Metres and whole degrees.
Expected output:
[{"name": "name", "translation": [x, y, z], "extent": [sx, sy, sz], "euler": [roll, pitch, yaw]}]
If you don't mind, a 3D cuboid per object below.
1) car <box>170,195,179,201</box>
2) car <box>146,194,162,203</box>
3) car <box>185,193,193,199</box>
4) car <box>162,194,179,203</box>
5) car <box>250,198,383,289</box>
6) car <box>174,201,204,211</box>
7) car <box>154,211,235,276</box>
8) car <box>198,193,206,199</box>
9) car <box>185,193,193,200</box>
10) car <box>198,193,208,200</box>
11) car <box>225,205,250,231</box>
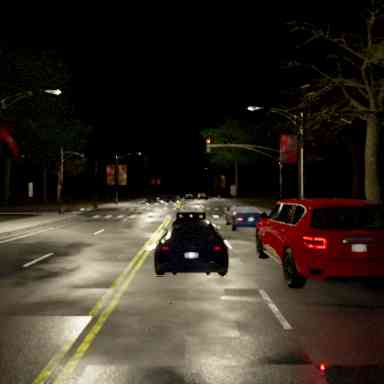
[{"name": "car", "translation": [-3.853, 1.277, 75.246], "extent": [1.895, 1.301, 4.718], "euler": [0, 0, 0]}, {"name": "car", "translation": [-7.044, 1.240, 60.178], "extent": [1.837, 1.490, 4.892], "euler": [0, 0, 0]}, {"name": "car", "translation": [-0.700, 1.072, 87.611], "extent": [1.994, 1.385, 4.181], "euler": [0, 0, 0]}, {"name": "car", "translation": [-3.794, 1.240, 60.213], "extent": [1.837, 1.490, 4.892], "euler": [0, 0, 0]}, {"name": "car", "translation": [3.262, 1.177, 9.207], "extent": [2.150, 2.045, 5.566], "euler": [0, 0, 0]}, {"name": "car", "translation": [-0.098, 1.496, 22.381], "extent": [1.895, 1.301, 4.718], "euler": [0, 0, -1]}, {"name": "car", "translation": [-0.005, 1.515, 10.187], "extent": [1.994, 1.385, 4.181], "euler": [0, 0, 0]}, {"name": "car", "translation": [2.550, 0.998, 87.635], "extent": [1.882, 1.535, 5.008], "euler": [0, 0, 0]}, {"name": "car", "translation": [-0.622, 1.269, 77.643], "extent": [1.895, 1.301, 4.718], "euler": [0, 0, 0]}, {"name": "car", "translation": [2.628, 1.227, 77.638], "extent": [1.994, 1.385, 4.181], "euler": [0, 0, 0]}, {"name": "car", "translation": [3.079, 1.454, 19.882], "extent": [2.033, 1.411, 5.357], "euler": [0, 0, 0]}]
